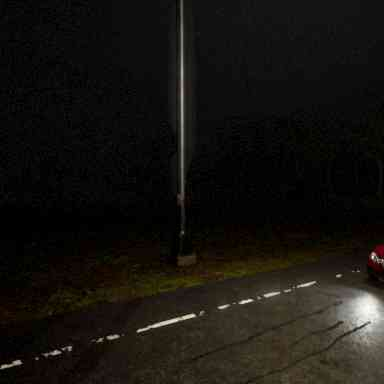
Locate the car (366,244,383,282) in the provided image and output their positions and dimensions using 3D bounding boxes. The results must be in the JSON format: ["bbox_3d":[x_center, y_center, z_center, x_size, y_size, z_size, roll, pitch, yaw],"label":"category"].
[{"bbox_3d":[6.385,1.496,8.555,4.674,1.442,1.812,0,0,-36],"label":"car"}]
